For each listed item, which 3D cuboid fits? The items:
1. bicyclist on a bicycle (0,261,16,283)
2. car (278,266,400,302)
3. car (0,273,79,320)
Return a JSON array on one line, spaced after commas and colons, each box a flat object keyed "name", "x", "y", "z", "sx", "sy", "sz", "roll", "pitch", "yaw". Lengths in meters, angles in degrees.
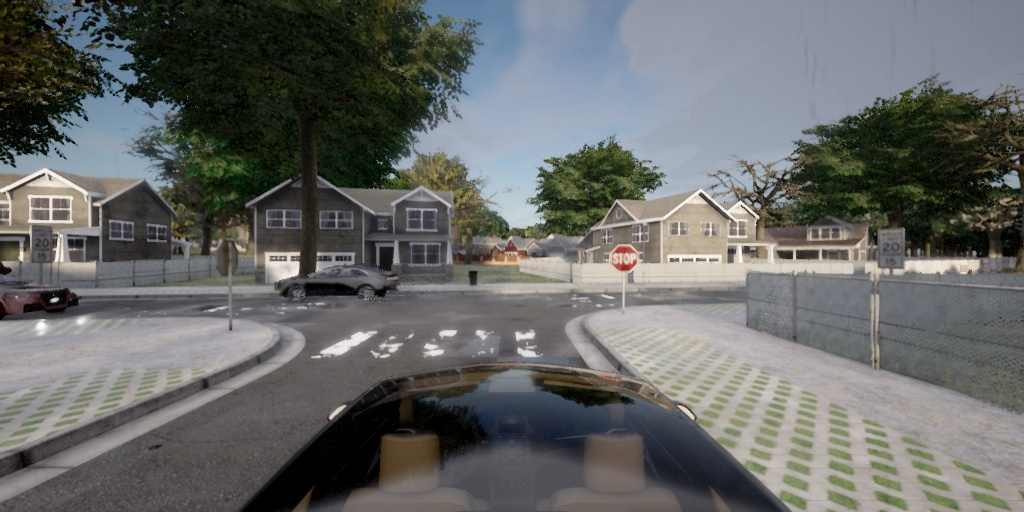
[{"name": "bicyclist on a bicycle", "x": -22.339, "y": 0.864, "z": 15.503, "sx": 0.582, "sy": 1.620, "sz": 1.656, "roll": 0, "pitch": 0, "yaw": -12}, {"name": "car", "x": -7.441, "y": 1.164, "z": 15.676, "sx": 4.902, "sy": 1.511, "sz": 2.128, "roll": 0, "pitch": -1, "yaw": -2}, {"name": "car", "x": -16.207, "y": 1.181, "z": 10.782, "sx": 4.181, "sy": 1.385, "sz": 1.994, "roll": 0, "pitch": 0, "yaw": -12}]
